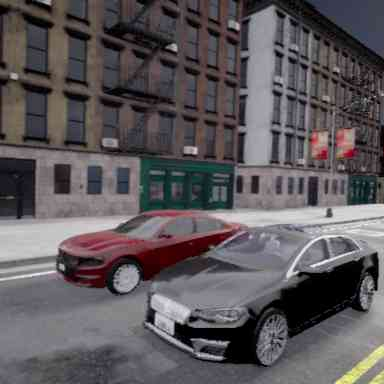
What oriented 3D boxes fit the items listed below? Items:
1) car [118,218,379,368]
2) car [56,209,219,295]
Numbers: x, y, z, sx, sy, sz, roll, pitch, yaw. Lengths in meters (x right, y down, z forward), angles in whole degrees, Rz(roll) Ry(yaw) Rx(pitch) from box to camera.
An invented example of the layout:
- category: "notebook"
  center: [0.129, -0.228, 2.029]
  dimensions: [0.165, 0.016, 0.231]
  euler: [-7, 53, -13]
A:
- category: "car"
  center: [1.505, 1.354, 5.672]
  dimensions: [4.902, 1.511, 2.128]
  euler: [0, 2, -41]
- category: "car"
  center: [-0.645, 1.197, 8.108]
  dimensions: [5.008, 1.535, 1.882]
  euler: [0, 2, -42]
